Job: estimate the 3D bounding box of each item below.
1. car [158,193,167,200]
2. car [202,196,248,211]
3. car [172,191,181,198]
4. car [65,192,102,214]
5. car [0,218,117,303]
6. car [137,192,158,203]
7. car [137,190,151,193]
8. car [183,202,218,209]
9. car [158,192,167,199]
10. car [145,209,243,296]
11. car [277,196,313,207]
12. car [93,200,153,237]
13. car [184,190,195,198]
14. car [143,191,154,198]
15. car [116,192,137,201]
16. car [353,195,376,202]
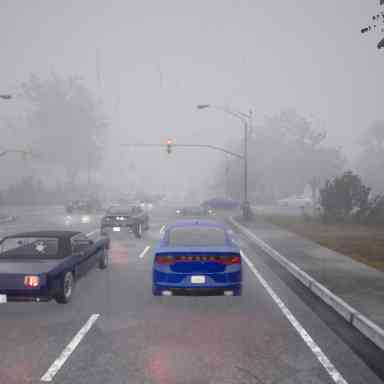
[{"bbox_3d":[-6.937,0.906,68.843,1.882,1.535,5.008,0,0,0],"label":"car"},{"bbox_3d":[3.521,1.212,35.926,5.008,1.535,1.882,0,1,18],"label":"car"},{"bbox_3d":[-3.851,0.737,85.355,2.033,1.411,5.357,0,1,-4],"label":"car"},{"bbox_3d":[-10.554,0.983,32.813,2.150,2.045,5.566,0,0,0],"label":"car"},{"bbox_3d":[-3.388,1.573,8.070,1.895,1.301,4.718,0,0,0],"label":"car"},{"bbox_3d":[-7.025,1.153,52.649,1.994,1.385,4.181,0,0,0],"label":"car"},{"bbox_3d":[-10.435,0.652,68.651,2.150,2.045,5.566,0,1,0],"label":"car"},{"bbox_3d":[0.124,1.458,17.599,1.994,1.385,4.181,0,0,0],"label":"car"},{"bbox_3d":[-7.136,0.836,80.066,1.994,1.385,4.181,0,1,-2],"label":"car"},{"bbox_3d":[0.113,1.446,8.617,1.882,1.535,5.008,0,0,0],"label":"car"},{"bbox_3d":[13.283,1.200,42.851,4.674,1.442,1.812,0,1,-3],"label":"car"},{"bbox_3d":[-3.376,1.402,17.322,1.837,1.490,4.892,0,0,0],"label":"car"},{"bbox_3d":[-0.354,0.419,85.490,2.150,2.045,5.566,0,1,-4],"label":"car"},{"bbox_3d":[-10.710,0.611,81.870,2.097,1.767,4.553,0,1,-2],"label":"car"},{"bbox_3d":[-10.522,0.942,52.472,2.097,1.767,4.553,0,0,0],"label":"car"},{"bbox_3d":[23.148,1.175,43.396,4.892,1.490,1.837,0,0,-3],"label":"car"}]
